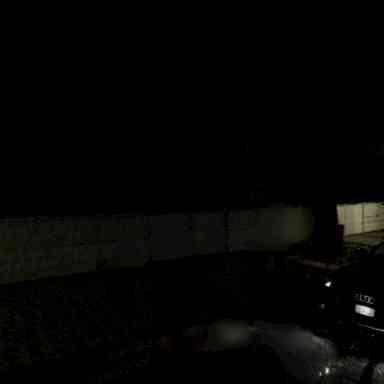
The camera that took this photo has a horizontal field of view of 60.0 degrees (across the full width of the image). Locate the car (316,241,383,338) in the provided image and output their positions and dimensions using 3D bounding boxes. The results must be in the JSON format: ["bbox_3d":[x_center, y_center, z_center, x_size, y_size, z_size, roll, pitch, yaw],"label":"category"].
[{"bbox_3d":[4.159,1.570,6.066,4.181,1.385,1.994,0,0,-36],"label":"car"}]
